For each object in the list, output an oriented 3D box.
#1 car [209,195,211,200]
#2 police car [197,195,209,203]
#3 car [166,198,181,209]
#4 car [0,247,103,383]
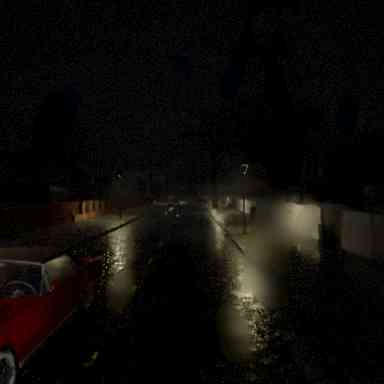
[{"bbox_3d":[3.059,1.787,83.796,1.812,1.442,4.674,0,0,5],"label":"car"},{"bbox_3d":[2.223,1.649,73.986,1.930,1.638,5.238,0,0,4],"label":"police car"},{"bbox_3d":[-2.679,1.661,47.916,1.812,1.442,4.674,0,0,2],"label":"car"},{"bbox_3d":[-2.852,1.613,4.955,1.895,1.301,4.718,0,0,0],"label":"car"}]
